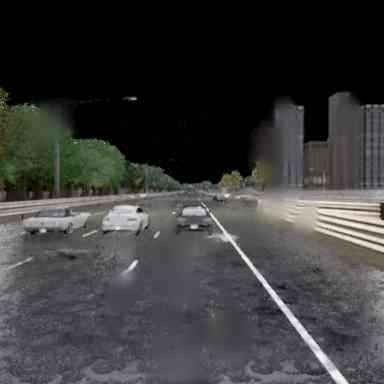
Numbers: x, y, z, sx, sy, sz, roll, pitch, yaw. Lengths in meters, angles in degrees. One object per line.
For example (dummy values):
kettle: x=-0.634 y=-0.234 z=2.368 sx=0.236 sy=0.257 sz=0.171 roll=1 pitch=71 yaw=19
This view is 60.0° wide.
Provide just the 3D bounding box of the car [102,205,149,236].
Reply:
car: x=-3.406 y=1.406 z=17.596 sx=1.812 sy=1.442 sz=4.674 roll=0 pitch=0 yaw=0

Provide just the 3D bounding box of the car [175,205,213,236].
car: x=0.107 y=1.406 z=17.553 sx=1.812 sy=1.442 sz=4.674 roll=0 pitch=0 yaw=0

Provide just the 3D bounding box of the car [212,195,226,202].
car: x=5.063 y=1.174 z=62.703 sx=2.033 sy=1.411 sz=5.357 roll=0 pitch=0 yaw=-6

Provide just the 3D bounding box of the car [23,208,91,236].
car: x=-6.907 y=1.480 z=17.642 sx=1.895 sy=1.301 sz=4.718 roll=0 pitch=0 yaw=0
